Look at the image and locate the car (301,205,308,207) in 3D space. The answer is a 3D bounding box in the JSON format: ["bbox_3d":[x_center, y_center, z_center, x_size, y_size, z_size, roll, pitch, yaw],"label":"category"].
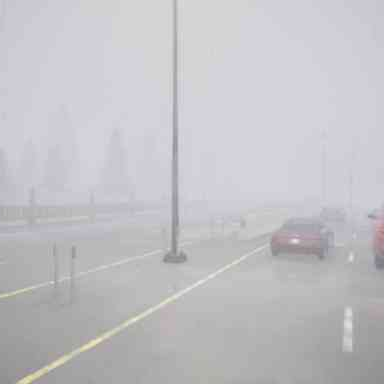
[{"bbox_3d":[21.805,1.925,61.706,2.150,2.045,5.566,0,-1,28],"label":"car"}]

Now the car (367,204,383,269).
[{"bbox_3d":[7.312,1.351,11.247,2.150,2.045,5.566,0,0,27],"label":"car"}]

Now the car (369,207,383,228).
[{"bbox_3d":[14.393,1.880,24.959,1.895,1.301,4.718,0,-1,28],"label":"car"}]

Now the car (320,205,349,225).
[{"bbox_3d":[11.416,1.797,26.815,2.128,1.511,4.902,0,-1,28],"label":"car"}]

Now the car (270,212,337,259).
[{"bbox_3d":[4.562,1.720,13.543,1.994,1.385,4.181,0,-1,27],"label":"car"}]
